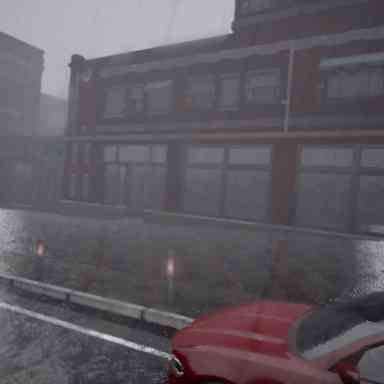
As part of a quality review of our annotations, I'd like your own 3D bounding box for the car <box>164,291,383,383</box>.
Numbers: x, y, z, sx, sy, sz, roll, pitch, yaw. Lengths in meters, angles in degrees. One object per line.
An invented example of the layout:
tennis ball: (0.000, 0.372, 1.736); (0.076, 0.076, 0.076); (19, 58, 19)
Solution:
car: (2.102, 1.593, 2.716); (5.008, 1.535, 1.882); (0, -1, 30)
